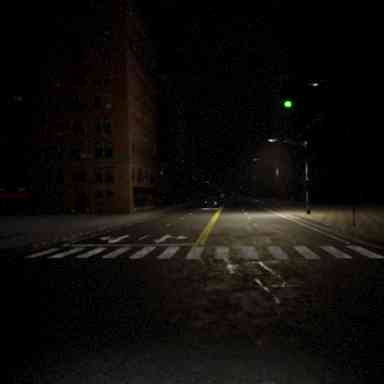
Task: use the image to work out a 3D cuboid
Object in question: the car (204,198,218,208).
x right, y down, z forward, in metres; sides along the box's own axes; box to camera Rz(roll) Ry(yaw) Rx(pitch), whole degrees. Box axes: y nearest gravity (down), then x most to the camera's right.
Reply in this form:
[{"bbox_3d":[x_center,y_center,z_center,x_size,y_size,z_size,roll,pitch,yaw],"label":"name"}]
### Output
[{"bbox_3d":[3.284,1.767,56.453,2.097,1.767,4.553,-1,-1,6],"label":"car"}]
